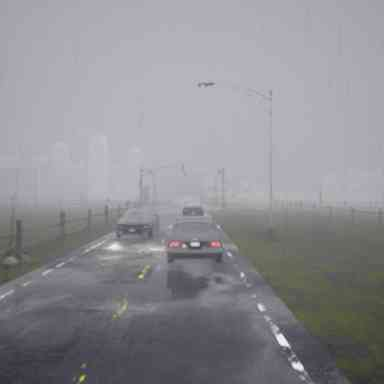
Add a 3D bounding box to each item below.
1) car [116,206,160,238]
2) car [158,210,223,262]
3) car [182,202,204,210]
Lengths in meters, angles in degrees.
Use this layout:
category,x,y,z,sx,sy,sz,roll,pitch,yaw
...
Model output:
category,x,y,z,sx,sy,sz,roll,pitch,yaw
car,-2.845,1.562,18.341,1.882,1.535,5.008,0,0,0
car,0.095,1.604,12.298,2.033,1.411,5.357,0,0,0
car,0.098,1.618,30.218,1.882,1.535,5.008,0,0,0
